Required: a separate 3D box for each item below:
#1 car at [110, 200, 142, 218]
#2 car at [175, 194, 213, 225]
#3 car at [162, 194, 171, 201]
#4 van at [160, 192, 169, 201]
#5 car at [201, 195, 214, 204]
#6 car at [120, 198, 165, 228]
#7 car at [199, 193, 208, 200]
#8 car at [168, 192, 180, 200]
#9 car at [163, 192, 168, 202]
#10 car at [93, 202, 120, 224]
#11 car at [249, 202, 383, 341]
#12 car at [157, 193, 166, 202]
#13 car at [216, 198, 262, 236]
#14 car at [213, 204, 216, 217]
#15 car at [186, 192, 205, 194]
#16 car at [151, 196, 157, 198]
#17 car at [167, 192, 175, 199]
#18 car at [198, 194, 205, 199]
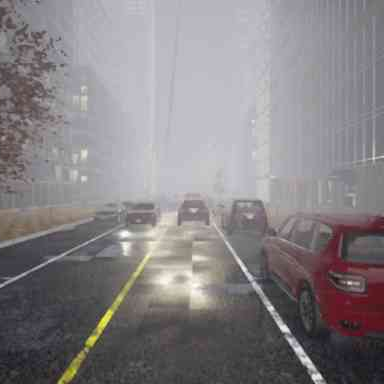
[{"bbox_3d":[-5.692,1.424,29.218,1.947,1.339,4.313,0,0,0],"label":"car"},{"bbox_3d":[0.096,1.241,23.321,2.097,1.767,4.553,0,0,0],"label":"car"},{"bbox_3d":[-5.699,1.193,74.755,1.802,1.307,4.206,0,0,0],"label":"car"},{"bbox_3d":[-5.698,0.985,69.062,1.690,1.788,3.998,0,0,0],"label":"van"},{"bbox_3d":[2.684,1.273,57.667,1.947,1.339,4.313,0,0,0],"label":"car"},{"bbox_3d":[-3.104,1.374,21.747,1.882,1.535,5.008,0,0,0],"label":"car"},{"bbox_3d":[2.681,1.019,80.433,1.967,1.590,4.097,0,0,0],"label":"car"},{"bbox_3d":[-3.011,0.797,62.230,1.837,1.490,4.892,0,0,0],"label":"car"},{"bbox_3d":[-5.698,1.220,63.370,1.887,1.381,4.507,0,0,0],"label":"car"},{"bbox_3d":[-5.691,1.438,23.525,2.008,1.369,4.403,0,0,0],"label":"car"},{"bbox_3d":[2.694,1.285,6.437,2.192,1.841,5.009,0,0,0],"label":"car"},{"bbox_3d":[-5.696,1.289,51.986,2.008,1.369,4.403,0,0,0],"label":"car"},{"bbox_3d":[2.692,1.231,17.821,2.192,1.841,5.009,0,0,0],"label":"car"},{"bbox_3d":[2.689,1.383,29.376,1.752,1.417,4.829,0,0,0],"label":"car"},{"bbox_3d":[0.095,1.020,41.038,2.150,2.045,5.566,0,1,0],"label":"car"},{"bbox_3d":[-5.694,1.381,40.600,1.802,1.307,4.206,0,0,0],"label":"car"},{"bbox_3d":[-5.702,0.952,91.829,1.967,1.590,4.097,0,0,0],"label":"car"},{"bbox_3d":[2.678,1.095,91.818,1.802,1.307,4.206,0,0,0],"label":"car"}]
